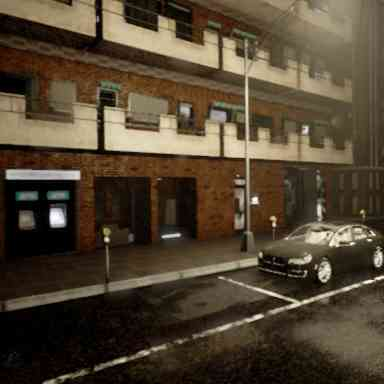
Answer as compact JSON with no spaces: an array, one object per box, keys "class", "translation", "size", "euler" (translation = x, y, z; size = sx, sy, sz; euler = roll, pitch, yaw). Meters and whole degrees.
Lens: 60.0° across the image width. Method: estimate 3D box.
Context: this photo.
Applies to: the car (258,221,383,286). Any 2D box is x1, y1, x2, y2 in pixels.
[{"class":"car","translation":[3.717,1.517,9.224],"size":[4.403,1.369,2.008],"euler":[0,-1,-35]}]
